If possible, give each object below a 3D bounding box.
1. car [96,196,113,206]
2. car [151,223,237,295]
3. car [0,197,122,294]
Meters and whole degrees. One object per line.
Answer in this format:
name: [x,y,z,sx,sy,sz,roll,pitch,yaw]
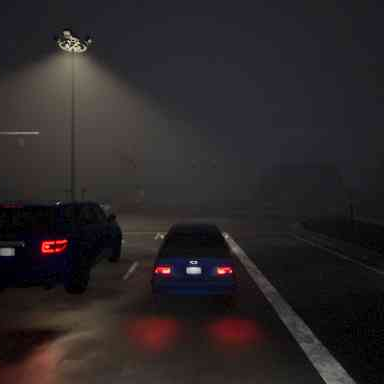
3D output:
car: [-14.992,1.560,57.228,1.812,1.442,4.674,0,1,0]
car: [0.057,1.545,8.854,2.033,1.411,5.357,0,0,1]
car: [-3.443,1.219,8.925,2.150,2.045,5.566,0,0,1]
